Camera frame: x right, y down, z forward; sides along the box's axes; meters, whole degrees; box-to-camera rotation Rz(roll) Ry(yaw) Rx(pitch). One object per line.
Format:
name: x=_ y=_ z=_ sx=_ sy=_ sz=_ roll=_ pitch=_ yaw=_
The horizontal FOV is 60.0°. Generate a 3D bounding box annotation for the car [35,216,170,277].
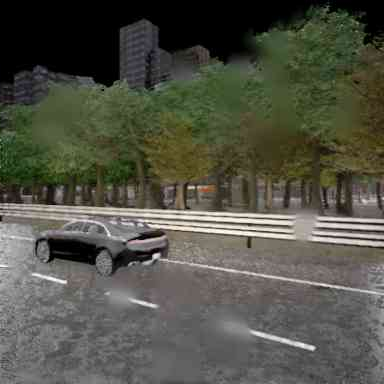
car: x=-2.921 y=1.493 z=10.249 sx=4.902 sy=1.511 sz=2.128 roll=0 pitch=0 yaw=36
